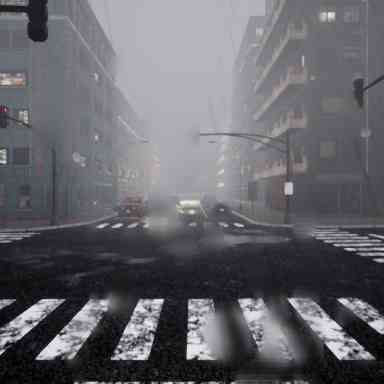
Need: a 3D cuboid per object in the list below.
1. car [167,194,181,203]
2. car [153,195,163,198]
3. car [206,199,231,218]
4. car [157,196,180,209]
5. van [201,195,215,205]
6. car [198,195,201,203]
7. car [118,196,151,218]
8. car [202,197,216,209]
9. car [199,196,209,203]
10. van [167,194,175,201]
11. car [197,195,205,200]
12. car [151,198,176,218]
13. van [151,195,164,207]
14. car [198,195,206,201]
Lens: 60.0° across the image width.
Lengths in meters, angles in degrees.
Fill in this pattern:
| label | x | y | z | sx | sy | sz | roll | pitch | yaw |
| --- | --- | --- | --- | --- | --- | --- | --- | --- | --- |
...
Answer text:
| label | x | y | z | sx | sy | sz | roll | pitch | yaw |
| --- | --- | --- | --- | --- | --- | --- | --- | --- | --- |
| car | -2.879 | 1.509 | 54.293 | 1.812 | 1.442 | 4.674 | 0 | 0 | 0 |
| car | -5.356 | 1.532 | 46.954 | 1.887 | 1.381 | 4.507 | 0 | 0 | 0 |
| car | 2.539 | 1.562 | 30.306 | 1.947 | 1.339 | 4.313 | 0 | 0 | 0 |
| car | -2.886 | 1.538 | 41.589 | 2.033 | 1.411 | 5.357 | 0 | 0 | 0 |
| van | 2.525 | 1.329 | 46.962 | 1.690 | 1.788 | 3.998 | 0 | 0 | 0 |
| car | 2.514 | 1.421 | 58.066 | 1.967 | 1.590 | 4.097 | 0 | 0 | 0 |
| car | -5.341 | 1.311 | 30.298 | 2.192 | 1.841 | 5.009 | 0 | 0 | 0 |
| car | 2.529 | 1.573 | 41.410 | 1.802 | 1.307 | 4.206 | 0 | 0 | 0 |
| car | 2.504 | 1.525 | 69.170 | 2.008 | 1.369 | 4.403 | 0 | 0 | 0 |
| van | -5.391 | 1.300 | 85.818 | 1.690 | 1.788 | 3.998 | 0 | 0 | 0 |
| car | 2.483 | 1.498 | 91.379 | 1.887 | 1.381 | 4.507 | 0 | 0 | 0 |
| car | -2.877 | 1.543 | 30.620 | 2.033 | 1.411 | 5.357 | 0 | 0 | 0 |
| van | -5.361 | 1.325 | 52.506 | 1.690 | 1.788 | 3.998 | 0 | 0 | 0 |
| car | 2.488 | 1.504 | 85.826 | 1.887 | 1.381 | 4.507 | 0 | 0 | 0 |
